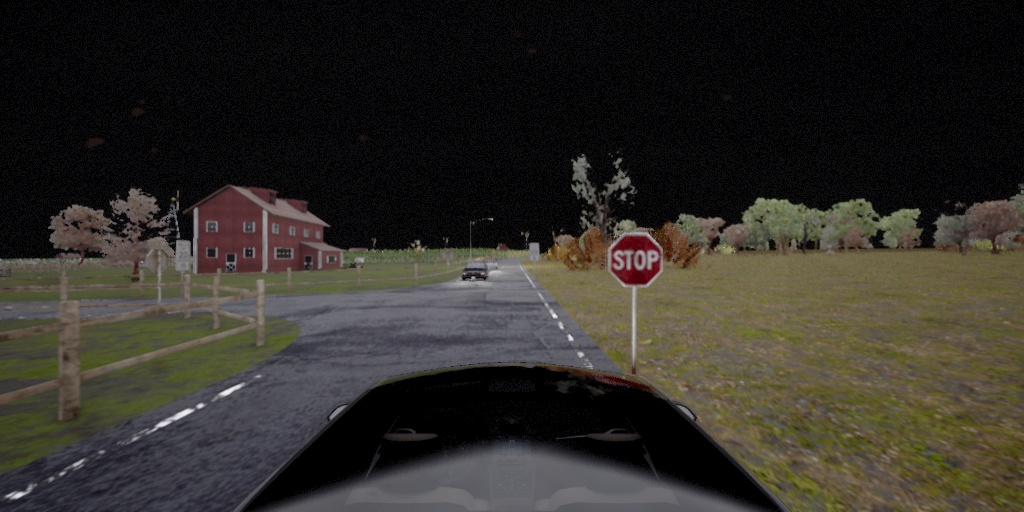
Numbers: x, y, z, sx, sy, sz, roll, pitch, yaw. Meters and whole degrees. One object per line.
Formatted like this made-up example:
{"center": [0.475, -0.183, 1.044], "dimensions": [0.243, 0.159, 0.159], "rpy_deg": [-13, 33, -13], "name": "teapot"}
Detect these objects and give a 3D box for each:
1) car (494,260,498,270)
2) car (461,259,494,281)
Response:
{"center": [-2.740, 1.098, 45.586], "dimensions": [1.895, 1.301, 4.718], "rpy_deg": [0, 0, 0], "name": "car"}
{"center": [-2.751, 1.152, 28.192], "dimensions": [2.033, 1.411, 5.357], "rpy_deg": [0, 1, 0], "name": "car"}
